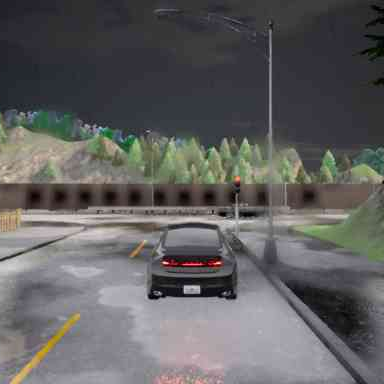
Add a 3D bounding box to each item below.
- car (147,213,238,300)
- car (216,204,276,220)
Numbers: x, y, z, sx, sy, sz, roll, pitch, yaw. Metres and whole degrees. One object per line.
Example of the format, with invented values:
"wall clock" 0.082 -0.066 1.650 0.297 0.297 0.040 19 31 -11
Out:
"car" 0.021 1.505 8.391 1.837 1.490 4.892 0 0 1
"car" 4.381 1.601 27.112 4.718 1.301 1.895 0 0 0
